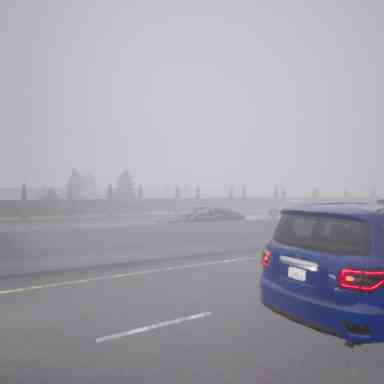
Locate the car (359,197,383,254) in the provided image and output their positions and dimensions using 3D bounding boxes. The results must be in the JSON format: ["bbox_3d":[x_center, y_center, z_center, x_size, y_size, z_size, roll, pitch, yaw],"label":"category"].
[{"bbox_3d":[9.393,1.225,13.311,5.566,2.045,2.150,0,0,-30],"label":"car"}]

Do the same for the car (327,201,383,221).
[{"bbox_3d":[14.160,1.555,28.353,5.357,1.411,2.033,0,0,-30],"label":"car"}]

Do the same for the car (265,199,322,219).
[{"bbox_3d":[8.984,1.461,29.439,5.008,1.535,1.882,0,0,-30],"label":"car"}]

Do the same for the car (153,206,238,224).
[{"bbox_3d":[0.422,1.460,16.444,4.902,1.511,2.128,0,0,-31],"label":"car"}]

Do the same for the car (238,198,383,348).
[{"bbox_3d":[3.730,1.216,5.952,5.566,2.045,2.150,0,0,-31],"label":"car"}]
